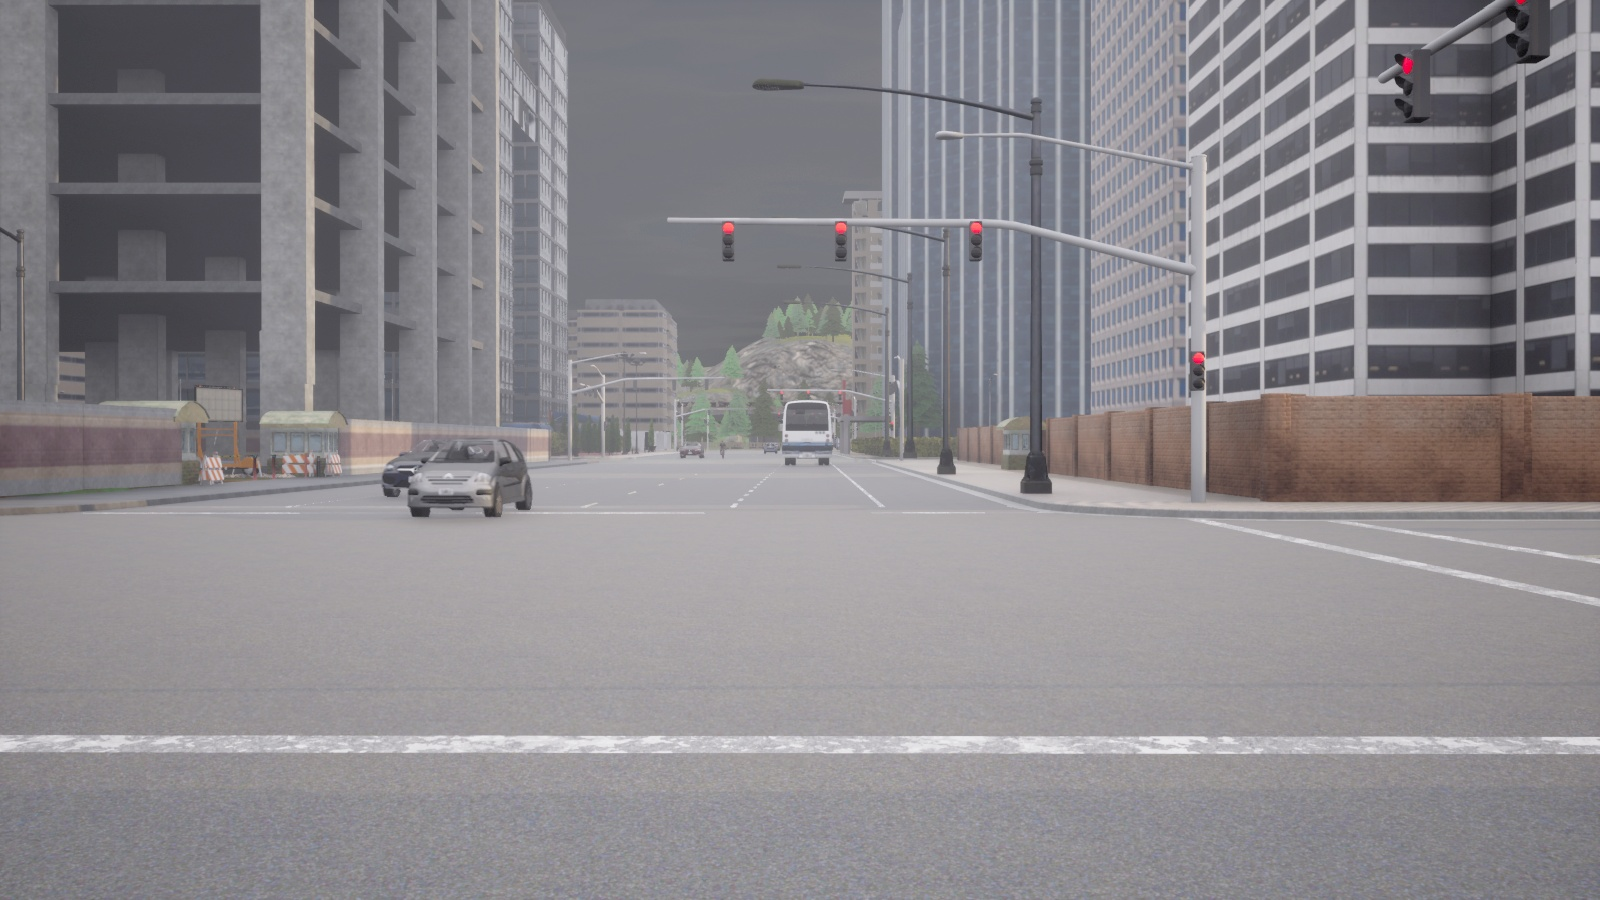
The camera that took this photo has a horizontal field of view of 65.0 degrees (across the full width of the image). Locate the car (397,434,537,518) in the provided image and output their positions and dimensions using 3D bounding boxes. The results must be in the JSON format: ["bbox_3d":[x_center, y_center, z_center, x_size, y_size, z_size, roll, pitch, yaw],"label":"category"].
[{"bbox_3d":[-6.841,0.491,26.240,1.851,1.617,3.988,0,0,0],"label":"car"}]

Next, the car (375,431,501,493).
[{"bbox_3d":[-10.287,0.313,36.113,2.152,1.651,5.027,0,0,0],"label":"car"}]

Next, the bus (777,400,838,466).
[{"bbox_3d":[0.487,-1.117,86.421,3.944,4.253,10.273,0,0,0],"label":"bus"}]
